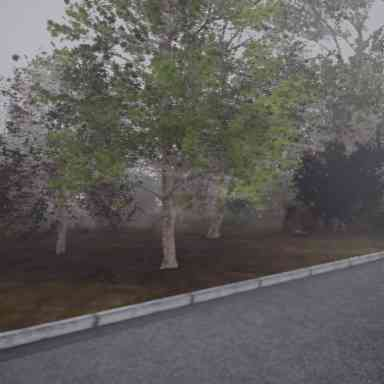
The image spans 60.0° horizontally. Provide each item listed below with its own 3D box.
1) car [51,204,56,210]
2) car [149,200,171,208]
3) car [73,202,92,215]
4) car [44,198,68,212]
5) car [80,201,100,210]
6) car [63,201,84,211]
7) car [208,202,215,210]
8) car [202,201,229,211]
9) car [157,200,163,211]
[{"bbox_3d":[-18.733,2.309,41.673,1.946,1.575,5.366,0,0,-36],"label":"car"},{"bbox_3d":[-6.440,2.340,66.273,2.163,1.488,4.792,0,0,-36],"label":"car"},{"bbox_3d":[-14.106,2.315,44.744,2.231,1.521,4.892,0,0,-36],"label":"car"},{"bbox_3d":[-22.440,2.062,54.907,2.435,2.045,5.566,0,0,-36],"label":"car"},{"bbox_3d":[-17.860,2.356,58.142,2.002,1.452,4.674,0,0,-36],"label":"car"},{"bbox_3d":[-20.250,2.312,56.665,1.946,1.575,5.366,0,0,-36],"label":"car"},{"bbox_3d":[1.679,2.339,56.071,2.163,1.488,4.792,0,0,-36],"label":"car"},{"bbox_3d":[3.978,2.326,57.642,2.163,1.488,4.792,0,0,-36],"label":"car"},{"bbox_3d":[-5.081,2.320,51.210,2.231,1.521,4.892,0,0,-36],"label":"car"}]
